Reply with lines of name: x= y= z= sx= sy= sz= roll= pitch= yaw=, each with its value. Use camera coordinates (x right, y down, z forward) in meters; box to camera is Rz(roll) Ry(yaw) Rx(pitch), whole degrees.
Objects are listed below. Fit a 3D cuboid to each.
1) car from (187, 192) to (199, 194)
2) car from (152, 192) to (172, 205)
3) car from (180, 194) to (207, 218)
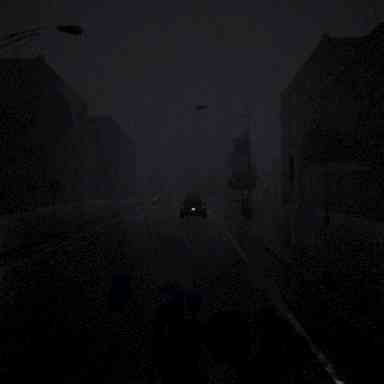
car: x=0.103 y=0.680 z=42.815 sx=1.882 sy=1.535 sz=5.008 roll=0 pitch=1 yaw=0
car: x=-3.521 y=0.791 z=39.973 sx=1.812 sy=1.442 sz=4.674 roll=0 pitch=1 yaw=0
car: x=0.102 y=1.148 z=25.619 sx=1.994 sy=1.385 sz=4.181 roll=0 pitch=1 yaw=0
